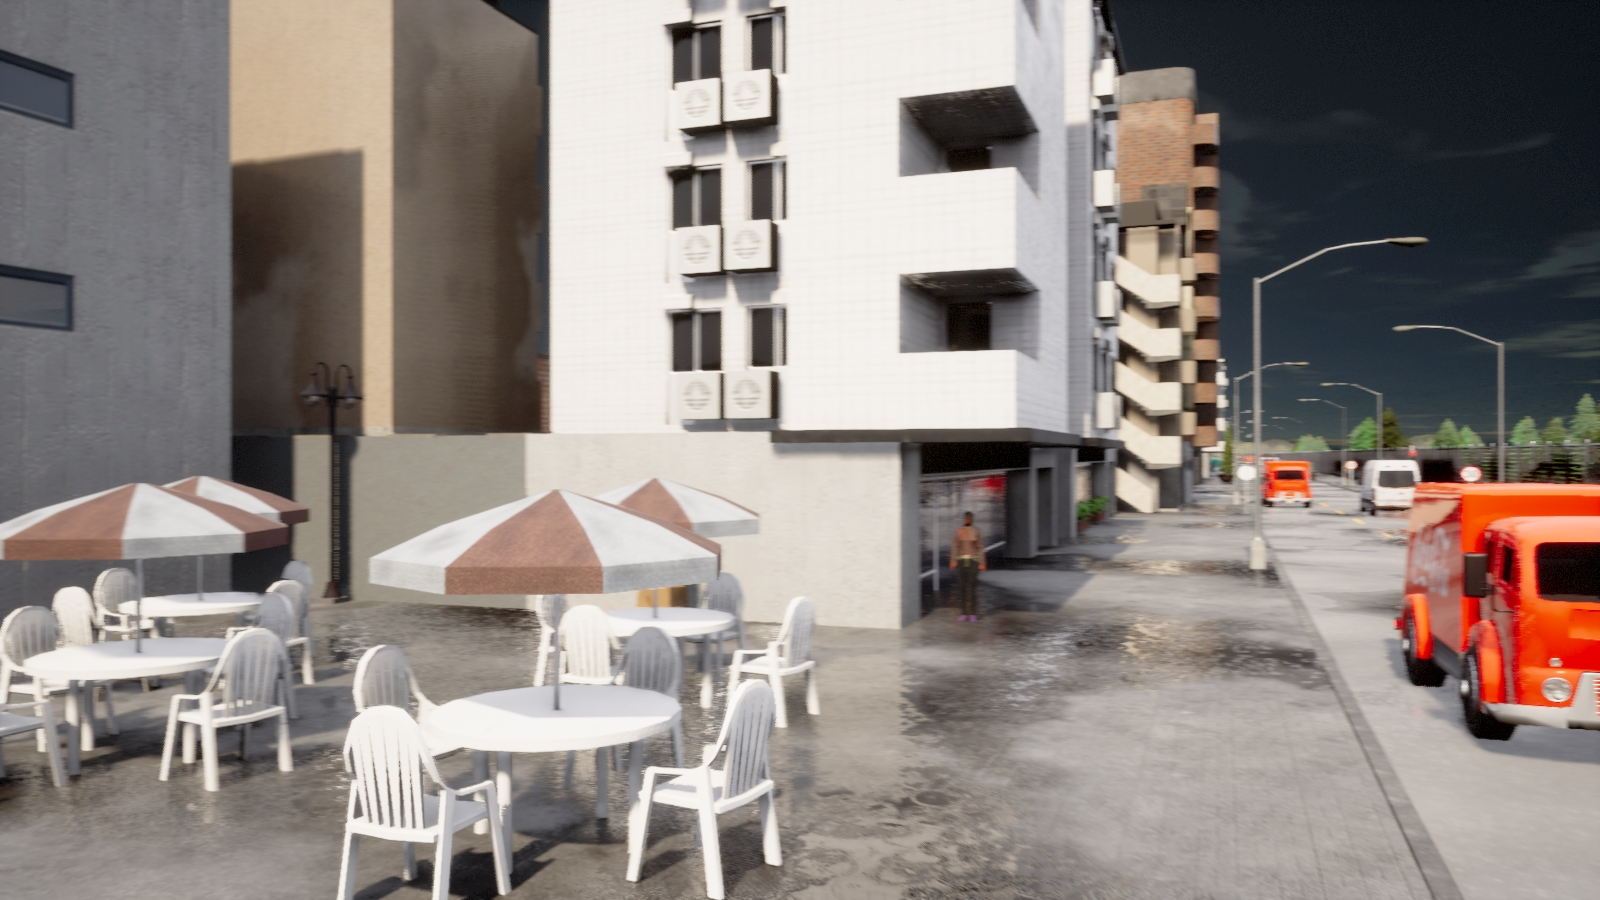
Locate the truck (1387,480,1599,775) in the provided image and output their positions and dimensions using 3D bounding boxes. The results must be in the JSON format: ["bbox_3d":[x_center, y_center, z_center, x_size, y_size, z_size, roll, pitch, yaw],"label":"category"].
[{"bbox_3d":[8.168,1.619,12.368,2.627,2.467,5.204,0,0,20],"label":"truck"}]

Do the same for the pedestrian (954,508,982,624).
[{"bbox_3d":[2.743,1.881,18.666,0.375,1.860,0.375,0,0,20],"label":"pedestrian"}]

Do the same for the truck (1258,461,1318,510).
[{"bbox_3d":[26.217,1.839,61.559,2.627,2.467,5.204,0,0,19],"label":"truck"}]

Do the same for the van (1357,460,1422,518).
[{"bbox_3d":[27.732,1.765,53.901,1.988,2.561,5.915,0,0,20],"label":"van"}]
